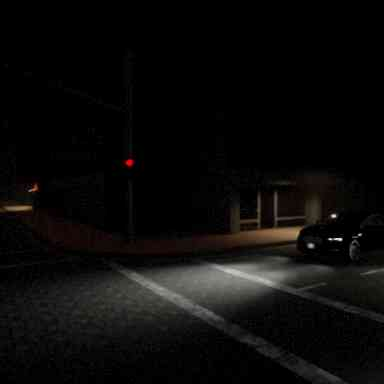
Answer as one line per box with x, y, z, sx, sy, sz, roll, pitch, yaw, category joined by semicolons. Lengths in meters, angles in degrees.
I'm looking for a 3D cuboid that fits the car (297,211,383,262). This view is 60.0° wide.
5.859;1.450;11.991;4.902;1.511;2.128;0;0;-33;car
